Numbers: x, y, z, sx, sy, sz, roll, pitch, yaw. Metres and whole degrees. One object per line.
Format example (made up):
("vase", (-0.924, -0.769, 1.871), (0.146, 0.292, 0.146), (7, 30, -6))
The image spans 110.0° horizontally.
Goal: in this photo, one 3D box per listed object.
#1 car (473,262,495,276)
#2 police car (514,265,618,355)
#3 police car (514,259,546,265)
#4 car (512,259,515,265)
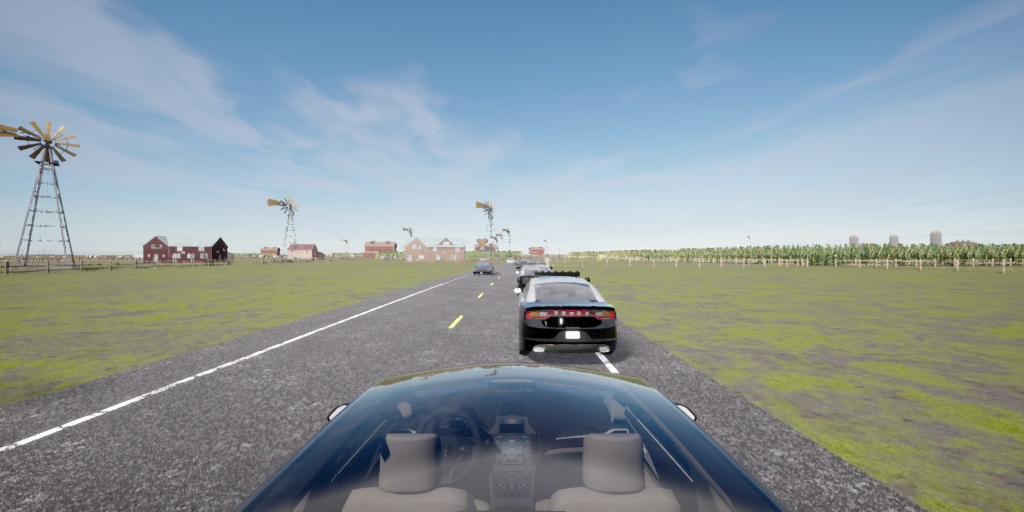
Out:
("car", (-2.861, 1.282, 37.388), (2.033, 1.411, 5.357), (0, 0, 2))
("police car", (1.086, 1.175, 8.850), (1.930, 1.638, 5.238), (0, 0, 1))
("police car", (1.230, 1.172, 18.820), (1.930, 1.638, 5.238), (0, 0, 1))
("car", (1.607, 1.207, 53.957), (2.128, 1.511, 4.902), (0, 0, 4))
